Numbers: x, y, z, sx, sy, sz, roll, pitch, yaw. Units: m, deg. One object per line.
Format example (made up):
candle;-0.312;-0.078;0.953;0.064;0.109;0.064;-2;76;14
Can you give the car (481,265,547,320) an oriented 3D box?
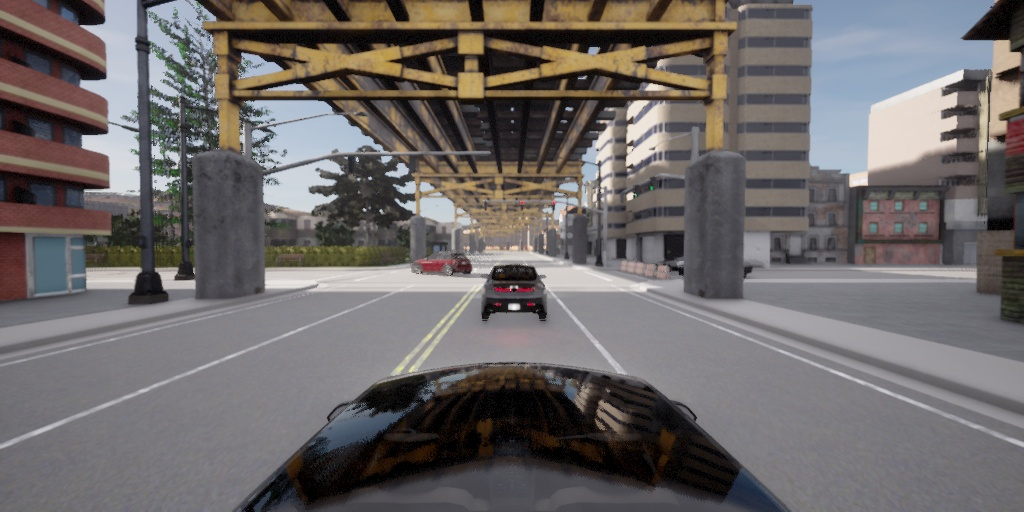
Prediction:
car;0.063;1.006;11.524;1.837;1.490;4.892;0;1;0

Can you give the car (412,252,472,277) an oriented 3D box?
car;-5.192;0.486;26.215;4.553;1.767;2.097;1;2;32
